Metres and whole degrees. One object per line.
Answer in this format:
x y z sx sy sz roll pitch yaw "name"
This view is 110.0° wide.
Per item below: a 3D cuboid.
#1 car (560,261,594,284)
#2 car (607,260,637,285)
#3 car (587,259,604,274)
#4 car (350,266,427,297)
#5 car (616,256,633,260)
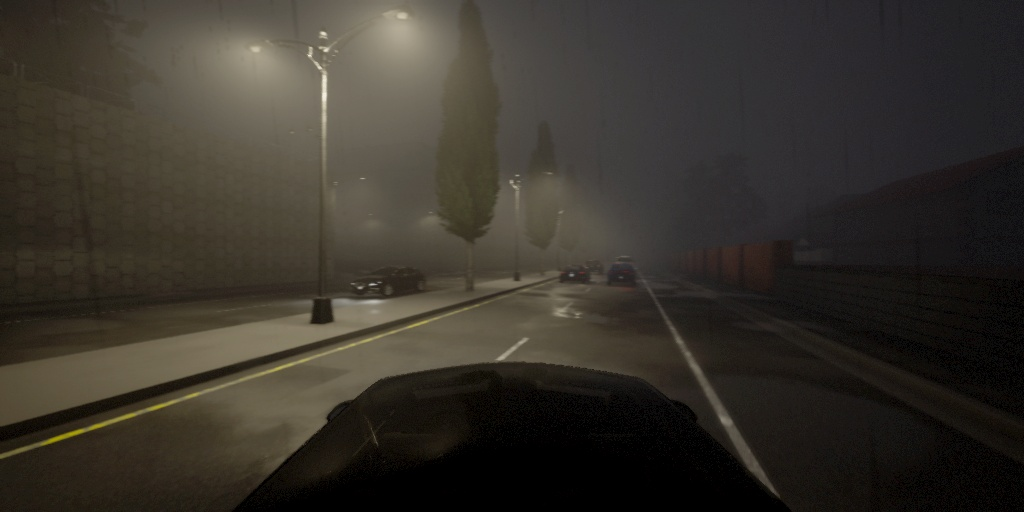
5.036 1.373 28.338 1.994 1.385 4.181 0 0 18 "car"
8.170 1.292 26.661 1.882 1.535 5.008 0 0 18 "car"
9.713 1.197 42.614 2.097 1.767 4.553 0 0 18 "car"
-6.447 1.279 19.298 1.837 1.490 4.892 0 0 18 "car"
13.150 1.074 41.846 2.150 2.045 5.566 0 0 18 "car"
